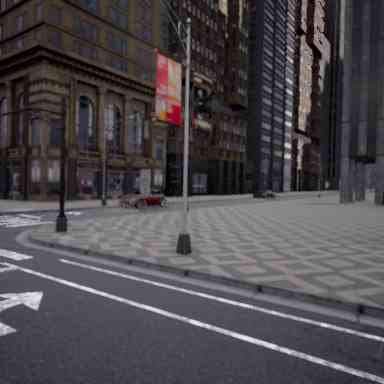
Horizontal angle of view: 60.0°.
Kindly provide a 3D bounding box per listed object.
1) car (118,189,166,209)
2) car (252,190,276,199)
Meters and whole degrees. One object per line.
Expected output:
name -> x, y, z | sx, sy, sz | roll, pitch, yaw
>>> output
car -> -4.421, 0.532, 29.940 | 2.097, 1.767, 4.553 | 2, 2, 36
car -> 11.278, 0.370, 51.512 | 2.033, 1.411, 5.357 | 2, 2, 37
